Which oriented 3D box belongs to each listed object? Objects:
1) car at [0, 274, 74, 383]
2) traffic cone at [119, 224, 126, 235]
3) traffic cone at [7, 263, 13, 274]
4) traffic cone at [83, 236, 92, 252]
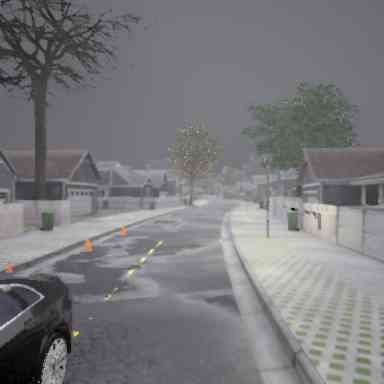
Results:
[{"bbox_3d":[-2.394,1.492,2.206,2.128,1.511,4.902,0,0,1],"label":"car"},{"bbox_3d":[-3.698,1.997,17.900,0.340,0.580,0.340,0,0,4],"label":"traffic cone"},{"bbox_3d":[-4.275,1.966,7.815,0.340,0.580,0.340,0,0,2],"label":"traffic cone"},{"bbox_3d":[-4.038,1.980,12.860,0.340,0.580,0.340,0,0,3],"label":"traffic cone"}]
